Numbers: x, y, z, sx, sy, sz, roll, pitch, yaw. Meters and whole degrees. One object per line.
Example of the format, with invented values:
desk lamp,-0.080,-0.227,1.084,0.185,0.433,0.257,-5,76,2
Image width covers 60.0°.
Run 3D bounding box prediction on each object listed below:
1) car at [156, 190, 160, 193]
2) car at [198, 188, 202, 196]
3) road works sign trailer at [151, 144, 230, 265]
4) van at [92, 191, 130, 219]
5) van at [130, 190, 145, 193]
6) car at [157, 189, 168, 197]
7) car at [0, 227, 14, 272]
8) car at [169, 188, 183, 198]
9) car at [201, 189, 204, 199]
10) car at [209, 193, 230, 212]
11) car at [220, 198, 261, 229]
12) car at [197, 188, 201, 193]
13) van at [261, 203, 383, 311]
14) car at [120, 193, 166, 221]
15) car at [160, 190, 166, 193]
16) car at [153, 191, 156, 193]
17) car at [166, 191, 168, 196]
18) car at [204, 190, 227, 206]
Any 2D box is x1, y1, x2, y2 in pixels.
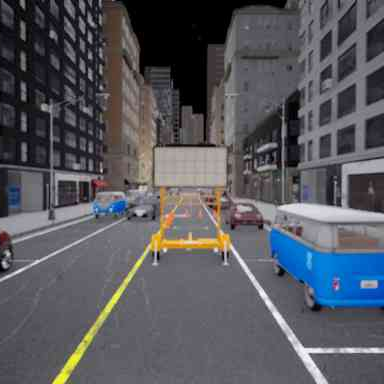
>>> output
car,-5.871,0.727,45.627,1.802,1.307,4.206,0,1,0
car,2.604,0.494,56.665,2.008,1.369,4.403,0,1,0
road works sign trailer,-0.047,0.258,10.807,2.380,3.560,2.880,0,1,0
van,-5.774,0.894,23.622,1.690,1.788,3.998,0,1,0
van,-5.823,0.689,34.622,1.690,1.788,3.998,0,1,0
car,-5.970,0.182,67.626,1.967,1.590,4.097,0,1,0
car,-5.701,1.303,7.122,1.967,1.590,4.097,0,1,0
car,-3.317,0.308,63.703,2.128,1.511,4.902,0,1,0
car,2.653,0.585,45.662,1.967,1.590,4.097,0,1,0
car,2.727,1.033,29.163,1.802,1.307,4.206,0,1,0
car,2.776,1.239,18.163,1.802,1.307,4.206,0,1,0
car,2.555,0.308,67.666,1.947,1.339,4.313,0,1,0
van,2.824,1.204,7.158,1.690,1.788,3.998,0,1,0
car,-3.199,1.061,22.755,2.128,1.511,4.902,0,1,0
car,-5.921,0.508,56.627,1.947,1.339,4.313,0,1,0
car,-5.847,0.812,40.126,1.947,1.339,4.313,0,1,0
car,-5.946,0.424,62.128,1.802,1.307,4.206,0,1,0
car,2.702,0.664,34.659,2.192,1.841,5.009,0,1,0
